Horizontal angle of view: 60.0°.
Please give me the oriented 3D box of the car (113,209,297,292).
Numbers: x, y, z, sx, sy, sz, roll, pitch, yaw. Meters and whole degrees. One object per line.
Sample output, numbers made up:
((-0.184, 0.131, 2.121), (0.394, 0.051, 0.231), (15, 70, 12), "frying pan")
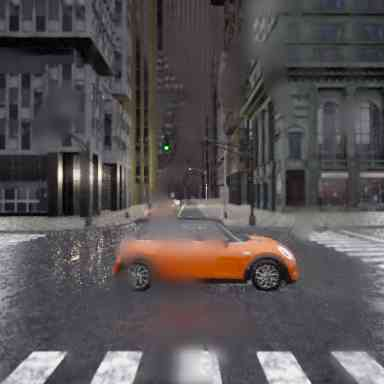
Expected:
((0.344, 1.458, 8.747), (4.553, 1.767, 2.097), (0, -1, 0), "car")

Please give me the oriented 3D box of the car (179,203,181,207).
((-3.272, 2.274, 64.200), (1.812, 1.442, 4.674), (0, -1, 0), "car")

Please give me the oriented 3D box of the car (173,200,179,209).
((-3.224, 1.891, 44.786), (2.097, 1.767, 4.553), (0, -1, 0), "car")

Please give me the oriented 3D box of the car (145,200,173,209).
((-3.141, 1.725, 30.053), (2.097, 1.767, 4.553), (0, -1, 0), "car")
